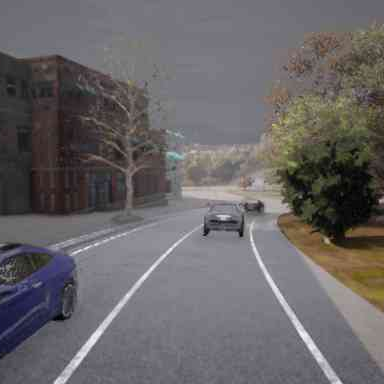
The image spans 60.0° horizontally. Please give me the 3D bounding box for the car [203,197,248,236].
[{"bbox_3d":[1.944,1.376,18.923,2.097,1.767,4.553,1,0,9],"label":"car"}]

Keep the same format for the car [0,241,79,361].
[{"bbox_3d":[-3.099,1.500,4.558,1.812,1.442,4.674,0,0,3],"label":"car"}]

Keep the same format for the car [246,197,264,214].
[{"bbox_3d":[7.384,1.667,39.408,1.882,1.535,5.008,2,0,20],"label":"car"}]
